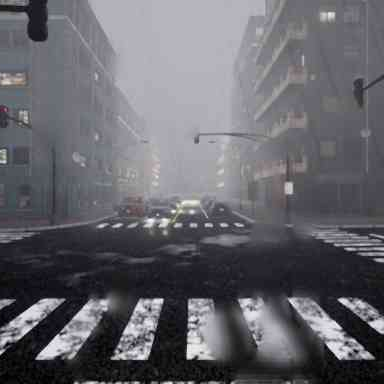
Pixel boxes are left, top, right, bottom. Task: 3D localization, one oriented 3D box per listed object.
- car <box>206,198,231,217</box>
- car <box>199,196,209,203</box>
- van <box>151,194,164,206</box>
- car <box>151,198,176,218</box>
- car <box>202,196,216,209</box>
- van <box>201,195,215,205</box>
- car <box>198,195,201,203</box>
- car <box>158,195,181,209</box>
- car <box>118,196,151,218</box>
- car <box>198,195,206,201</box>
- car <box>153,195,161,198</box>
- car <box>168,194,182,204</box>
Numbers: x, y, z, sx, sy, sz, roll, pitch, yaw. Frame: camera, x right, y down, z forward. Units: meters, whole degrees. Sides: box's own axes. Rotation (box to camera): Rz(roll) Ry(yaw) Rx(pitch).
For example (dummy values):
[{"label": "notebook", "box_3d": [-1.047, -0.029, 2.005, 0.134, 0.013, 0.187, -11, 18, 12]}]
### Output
[{"label": "car", "box_3d": [2.539, 1.545, 30.306, 1.947, 1.339, 4.313, 0, 0, 0]}, {"label": "car", "box_3d": [2.504, 1.486, 69.170, 2.008, 1.369, 4.403, 0, 0, 0]}, {"label": "van", "box_3d": [-5.361, 1.296, 52.506, 1.690, 1.788, 3.998, 0, 0, 0]}, {"label": "car", "box_3d": [-2.877, 1.526, 30.620, 2.033, 1.411, 5.357, 0, 0, 0]}, {"label": "car", "box_3d": [2.529, 1.550, 41.410, 1.802, 1.307, 4.206, 0, 0, 0]}, {"label": "van", "box_3d": [2.525, 1.303, 46.962, 1.690, 1.788, 3.998, 0, 0, 0]}, {"label": "car", "box_3d": [2.514, 1.389, 58.066, 1.967, 1.590, 4.097, 0, 0, 0]}, {"label": "car", "box_3d": [-2.887, 1.514, 42.893, 2.033, 1.411, 5.357, 0, 0, 0]}, {"label": "car", "box_3d": [-5.341, 1.294, 30.298, 2.192, 1.841, 5.009, 0, 0, 0]}, {"label": "car", "box_3d": [2.488, 1.456, 85.826, 1.887, 1.381, 4.507, 0, 0, 0]}, {"label": "car", "box_3d": [-5.356, 1.506, 46.954, 1.887, 1.381, 4.507, 0, 0, 0]}, {"label": "car", "box_3d": [-2.866, 1.475, 57.682, 1.812, 1.442, 4.674, 0, 0, 0]}]
